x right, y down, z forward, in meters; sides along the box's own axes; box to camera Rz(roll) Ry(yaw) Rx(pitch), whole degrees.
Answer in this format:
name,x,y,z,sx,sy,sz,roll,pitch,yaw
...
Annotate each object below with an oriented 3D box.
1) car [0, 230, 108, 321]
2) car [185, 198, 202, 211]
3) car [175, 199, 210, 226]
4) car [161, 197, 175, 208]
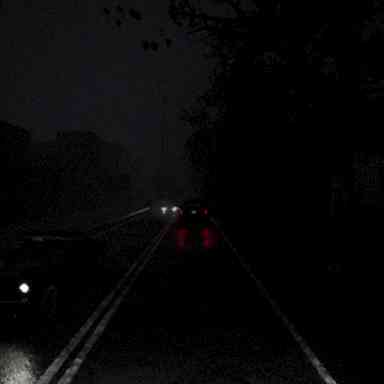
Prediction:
name,x,y,z,sx,sy,sz,roll,pitch,yaw
car,-3.346,1.583,7.346,1.895,1.301,4.718,0,0,0
car,0.173,1.550,41.796,2.033,1.411,5.357,0,0,0
car,0.133,1.343,23.394,2.097,1.767,4.553,0,0,0
car,-3.246,1.529,48.353,1.812,1.442,4.674,0,0,0
